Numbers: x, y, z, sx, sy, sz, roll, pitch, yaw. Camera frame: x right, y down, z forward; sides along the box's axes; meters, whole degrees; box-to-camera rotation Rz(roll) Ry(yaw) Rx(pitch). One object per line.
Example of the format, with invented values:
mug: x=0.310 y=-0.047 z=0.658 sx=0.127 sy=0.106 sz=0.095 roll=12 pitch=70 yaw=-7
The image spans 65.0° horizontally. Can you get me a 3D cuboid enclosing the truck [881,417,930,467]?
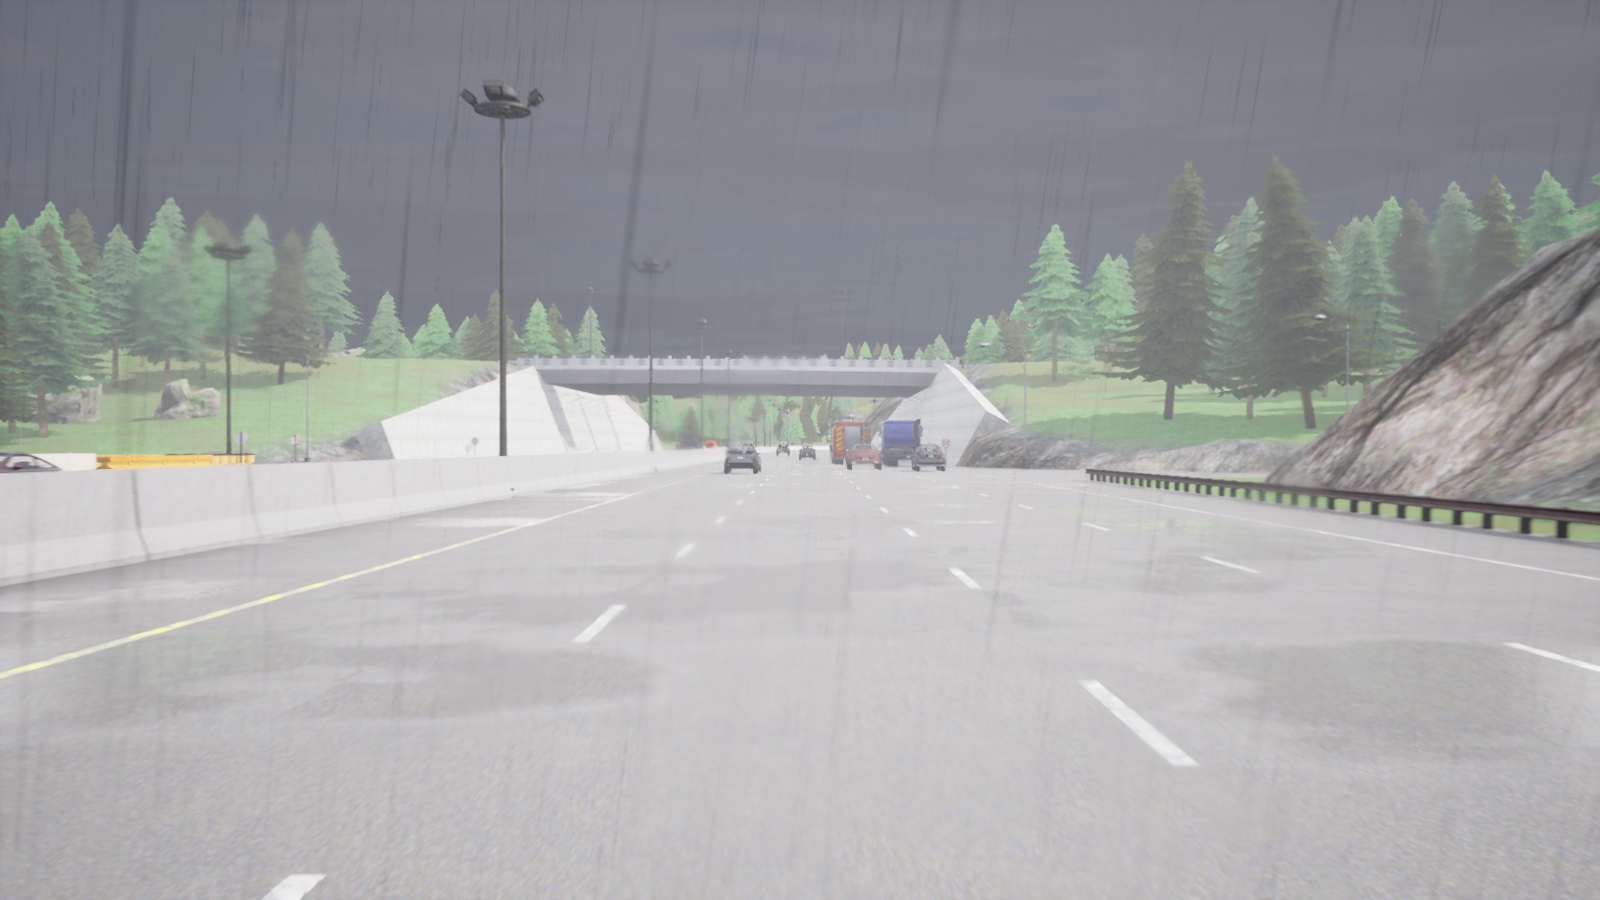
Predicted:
truck: x=7.535 y=-0.585 z=90.737 sx=2.891 sy=3.462 sz=7.936 roll=0 pitch=0 yaw=0

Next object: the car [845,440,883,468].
car: x=3.963 y=0.222 z=78.233 sx=2.152 sy=1.651 sz=5.027 roll=0 pitch=0 yaw=0

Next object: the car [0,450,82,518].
car: x=-17.334 y=0.693 z=26.474 sx=1.994 sy=1.385 sz=4.181 roll=0 pitch=0 yaw=0

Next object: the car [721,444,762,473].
car: x=-3.100 y=0.427 z=67.346 sx=2.007 sy=1.525 sz=4.514 roll=0 pitch=0 yaw=0

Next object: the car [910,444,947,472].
car: x=7.432 y=0.446 z=72.772 sx=1.789 sy=1.549 sz=3.705 roll=0 pitch=0 yaw=0
